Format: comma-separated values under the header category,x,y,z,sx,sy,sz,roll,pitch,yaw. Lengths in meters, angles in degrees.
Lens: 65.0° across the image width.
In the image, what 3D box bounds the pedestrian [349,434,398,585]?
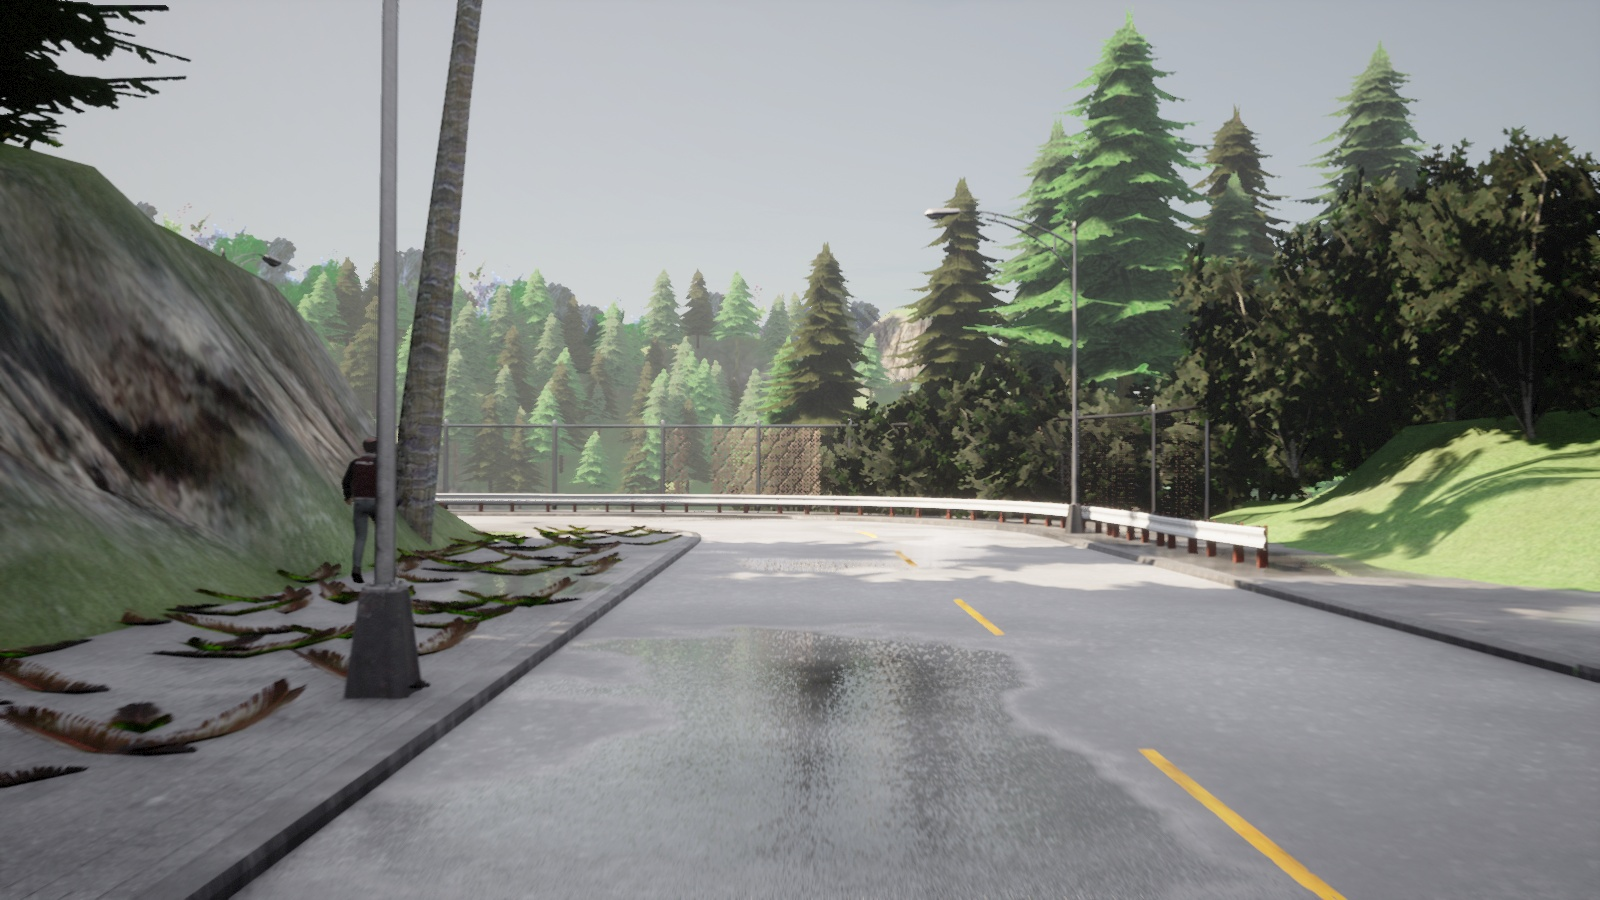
category,x,y,z,sx,sy,sz,roll,pitch,yaw
pedestrian,-5.369,0.736,15.840,0.376,1.854,0.720,0,-1,0
